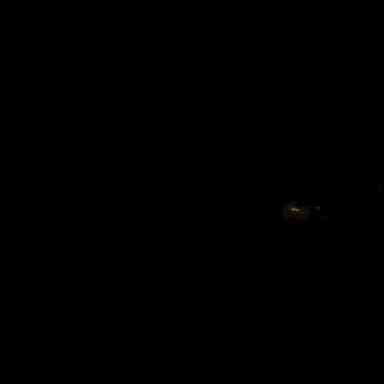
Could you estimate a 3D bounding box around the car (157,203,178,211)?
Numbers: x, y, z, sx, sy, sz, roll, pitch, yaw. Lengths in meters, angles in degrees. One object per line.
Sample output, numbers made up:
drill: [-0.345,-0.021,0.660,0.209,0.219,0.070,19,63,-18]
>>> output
car: [-4.648,2.811,63.232,2.128,1.511,4.902,1,-1,35]

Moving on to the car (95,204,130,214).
car: [-11.610,2.430,48.576,2.033,1.411,5.357,1,-1,35]
